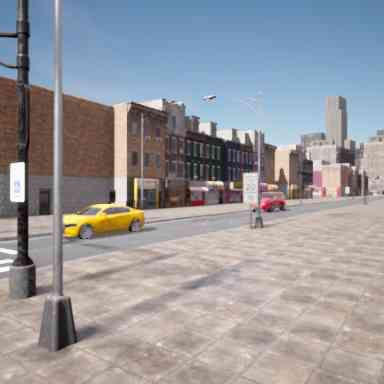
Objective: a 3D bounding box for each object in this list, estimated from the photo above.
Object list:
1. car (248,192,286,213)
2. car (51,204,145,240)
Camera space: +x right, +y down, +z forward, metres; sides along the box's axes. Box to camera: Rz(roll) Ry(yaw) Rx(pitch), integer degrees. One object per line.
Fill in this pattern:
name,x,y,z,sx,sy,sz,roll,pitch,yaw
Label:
car,7.793,1.005,34.016,2.150,2.045,5.566,0,0,36
car,-4.533,1.379,16.745,1.882,1.535,5.008,0,1,36
